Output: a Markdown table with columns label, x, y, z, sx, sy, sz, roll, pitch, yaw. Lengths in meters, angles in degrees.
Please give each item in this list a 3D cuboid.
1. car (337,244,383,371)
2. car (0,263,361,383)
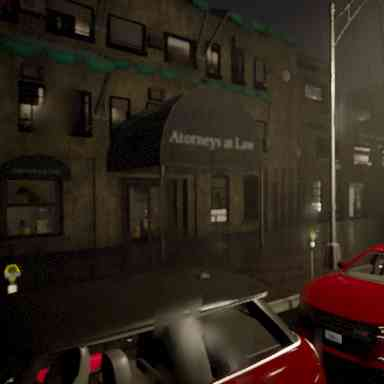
| label | x | y | z | sx | sy | sz | roll | pitch | yaw |
| --- | --- | --- | --- | --- | --- | --- | --- | --- | --- |
| car | 3.582 | 1.555 | 5.440 | 4.507 | 1.381 | 1.887 | 0 | -1 | -36 |
| car | -0.933 | 1.441 | 2.215 | 4.097 | 1.590 | 1.967 | 0 | -1 | -36 |
